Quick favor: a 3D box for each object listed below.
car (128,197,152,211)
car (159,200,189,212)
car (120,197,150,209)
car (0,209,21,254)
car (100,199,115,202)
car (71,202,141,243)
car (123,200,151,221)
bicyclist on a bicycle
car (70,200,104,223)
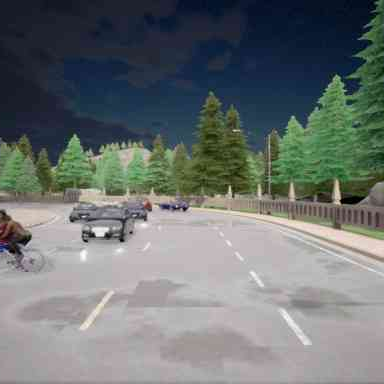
[{"bbox_3d":[-6.387,1.352,38.880,2.097,1.767,4.553,0,0,-30],"label":"car"},{"bbox_3d":[-2.221,1.601,38.762,1.895,1.301,4.718,0,0,-28],"label":"car"},{"bbox_3d":[-8.101,1.505,47.245,1.837,1.490,4.892,0,0,-43],"label":"car"},{"bbox_3d":[-7.263,1.353,10.361,2.097,1.767,4.553,0,0,-2],"label":"car"},{"bbox_3d":[-12.178,1.601,46.360,1.895,1.301,4.718,0,0,-43],"label":"car"},{"bbox_3d":[-3.947,1.491,16.235,2.128,1.511,4.902,0,0,-3],"label":"car"},{"bbox_3d":[-4.737,1.564,26.688,1.994,1.385,4.181,0,0,-14],"label":"car"},{"bbox_3d":[-4.894,1.455,9.126,1.656,1.620,0.582,-2,0,-1],"label":"bicyclist on a bicycle"},{"bbox_3d":[-8.065,1.564,25.433,1.994,1.385,4.181,0,0,-13],"label":"car"}]
